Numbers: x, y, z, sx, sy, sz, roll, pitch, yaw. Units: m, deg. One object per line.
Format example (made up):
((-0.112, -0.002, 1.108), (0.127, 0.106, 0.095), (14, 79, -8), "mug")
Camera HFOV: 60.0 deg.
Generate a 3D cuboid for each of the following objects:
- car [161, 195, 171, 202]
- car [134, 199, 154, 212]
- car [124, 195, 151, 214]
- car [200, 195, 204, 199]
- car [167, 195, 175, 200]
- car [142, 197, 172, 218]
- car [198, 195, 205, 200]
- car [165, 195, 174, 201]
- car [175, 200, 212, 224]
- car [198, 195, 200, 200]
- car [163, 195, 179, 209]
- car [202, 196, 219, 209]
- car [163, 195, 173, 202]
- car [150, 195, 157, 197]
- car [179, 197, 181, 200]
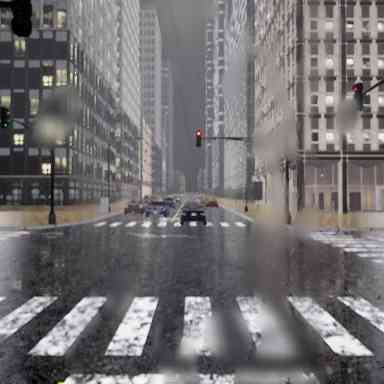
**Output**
((-5.691, 1.495, 73.078), (1.887, 1.381, 4.507), (1, 0, 0), "car")
((-5.685, 1.555, 39.628), (1.802, 1.307, 4.206), (1, 0, 0), "car")
((-5.681, 1.417, 34.052), (1.967, 1.590, 4.097), (1, 0, 0), "car")
((2.693, 1.487, 56.592), (1.752, 1.417, 4.829), (1, 0, 0), "car")
((-5.695, 1.491, 89.804), (2.008, 1.369, 4.403), (1, 0, 0), "car")
((-3.105, 1.504, 30.586), (1.812, 1.442, 4.674), (0, 0, 0), "car")
((2.684, 1.482, 95.462), (1.887, 1.381, 4.507), (1, 0, 0), "car")
((-5.694, 1.489, 84.229), (1.887, 1.381, 4.507), (1, 0, 0), "car")
((0.095, 1.530, 24.413), (2.033, 1.411, 5.357), (0, 0, 0), "car")
((2.691, 1.524, 61.999), (1.947, 1.339, 4.313), (1, 0, 0), "car")
((-3.101, 1.474, 44.535), (1.837, 1.490, 4.892), (0, 0, 0), "car")
((2.693, 1.551, 45.266), (1.802, 1.307, 4.206), (1, 0, 0), "car")
((-5.693, 1.498, 78.654), (2.008, 1.369, 4.403), (1, 0, 0), "car")
((-5.681, 1.284, 45.203), (2.192, 1.841, 5.009), (1, 0, 0), "car")
((-3.024, 1.504, 63.977), (2.033, 1.411, 5.357), (0, 0, 0), "car")
